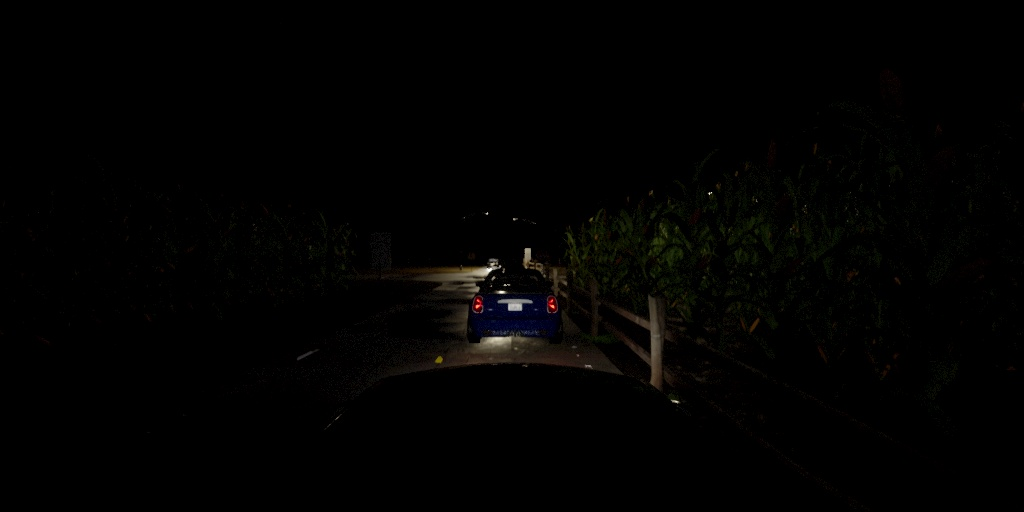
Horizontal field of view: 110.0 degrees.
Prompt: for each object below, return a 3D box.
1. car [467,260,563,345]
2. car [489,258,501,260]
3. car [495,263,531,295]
[{"bbox_3d":[0.068,1.093,9.665,2.097,1.767,4.553,0,0,0],"label":"car"},{"bbox_3d":[-2.994,1.151,57.073,2.128,1.511,4.902,0,0,0],"label":"car"},{"bbox_3d":[0.034,1.234,20.566,1.837,1.490,4.892,0,0,0],"label":"car"}]
